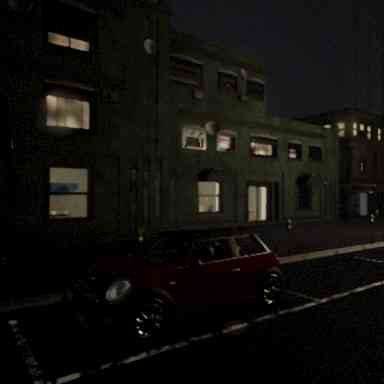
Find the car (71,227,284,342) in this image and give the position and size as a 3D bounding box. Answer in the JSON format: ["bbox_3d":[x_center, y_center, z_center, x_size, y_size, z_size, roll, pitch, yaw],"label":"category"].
[{"bbox_3d":[-0.155,1.477,6.451,4.097,1.590,1.967,1,-1,-35],"label":"car"}]
